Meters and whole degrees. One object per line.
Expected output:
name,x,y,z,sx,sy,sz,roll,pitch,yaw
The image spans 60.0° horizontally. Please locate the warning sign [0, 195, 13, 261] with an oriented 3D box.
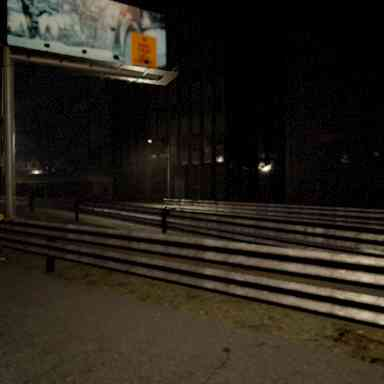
warning sign,-6.044,1.025,9.463,1.060,1.860,1.300,0,1,36
